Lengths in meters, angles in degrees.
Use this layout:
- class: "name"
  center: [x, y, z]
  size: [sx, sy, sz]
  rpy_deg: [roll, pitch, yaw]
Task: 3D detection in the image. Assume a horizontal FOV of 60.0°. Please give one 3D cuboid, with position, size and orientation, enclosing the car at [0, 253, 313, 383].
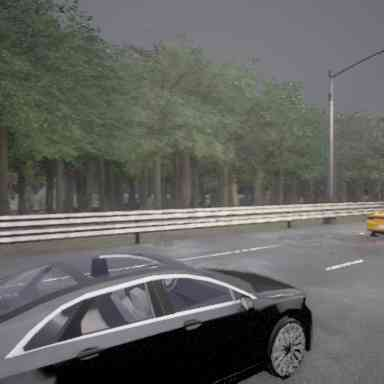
- class: "car"
  center: [-0.560, 1.479, 3.786]
  size: [4.902, 1.511, 2.128]
  rpy_deg: [0, 0, -38]

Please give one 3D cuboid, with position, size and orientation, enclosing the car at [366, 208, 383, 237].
- class: "car"
  center: [10.644, 1.420, 16.517]
  size: [5.008, 1.535, 1.882]
  rpy_deg: [0, 0, -35]
